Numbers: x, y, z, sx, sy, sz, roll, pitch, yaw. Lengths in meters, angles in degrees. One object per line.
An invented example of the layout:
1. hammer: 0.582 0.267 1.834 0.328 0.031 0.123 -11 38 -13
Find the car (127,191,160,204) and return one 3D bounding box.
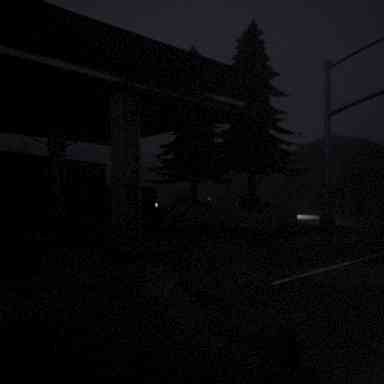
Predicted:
1. car: -6.244 0.621 42.238 2.033 1.411 5.357 -1 2 -35

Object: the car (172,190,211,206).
1. car: -0.085 0.621 33.580 2.097 1.767 4.553 -1 2 -36

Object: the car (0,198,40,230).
1. car: -10.391 1.191 19.386 2.242 1.667 4.611 -1 2 -36

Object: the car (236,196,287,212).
1. car: 5.351 1.004 25.958 1.994 1.385 4.181 -1 2 -35

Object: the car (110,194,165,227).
1. car: -3.262 0.986 19.210 1.905 1.878 3.866 -1 2 -36
